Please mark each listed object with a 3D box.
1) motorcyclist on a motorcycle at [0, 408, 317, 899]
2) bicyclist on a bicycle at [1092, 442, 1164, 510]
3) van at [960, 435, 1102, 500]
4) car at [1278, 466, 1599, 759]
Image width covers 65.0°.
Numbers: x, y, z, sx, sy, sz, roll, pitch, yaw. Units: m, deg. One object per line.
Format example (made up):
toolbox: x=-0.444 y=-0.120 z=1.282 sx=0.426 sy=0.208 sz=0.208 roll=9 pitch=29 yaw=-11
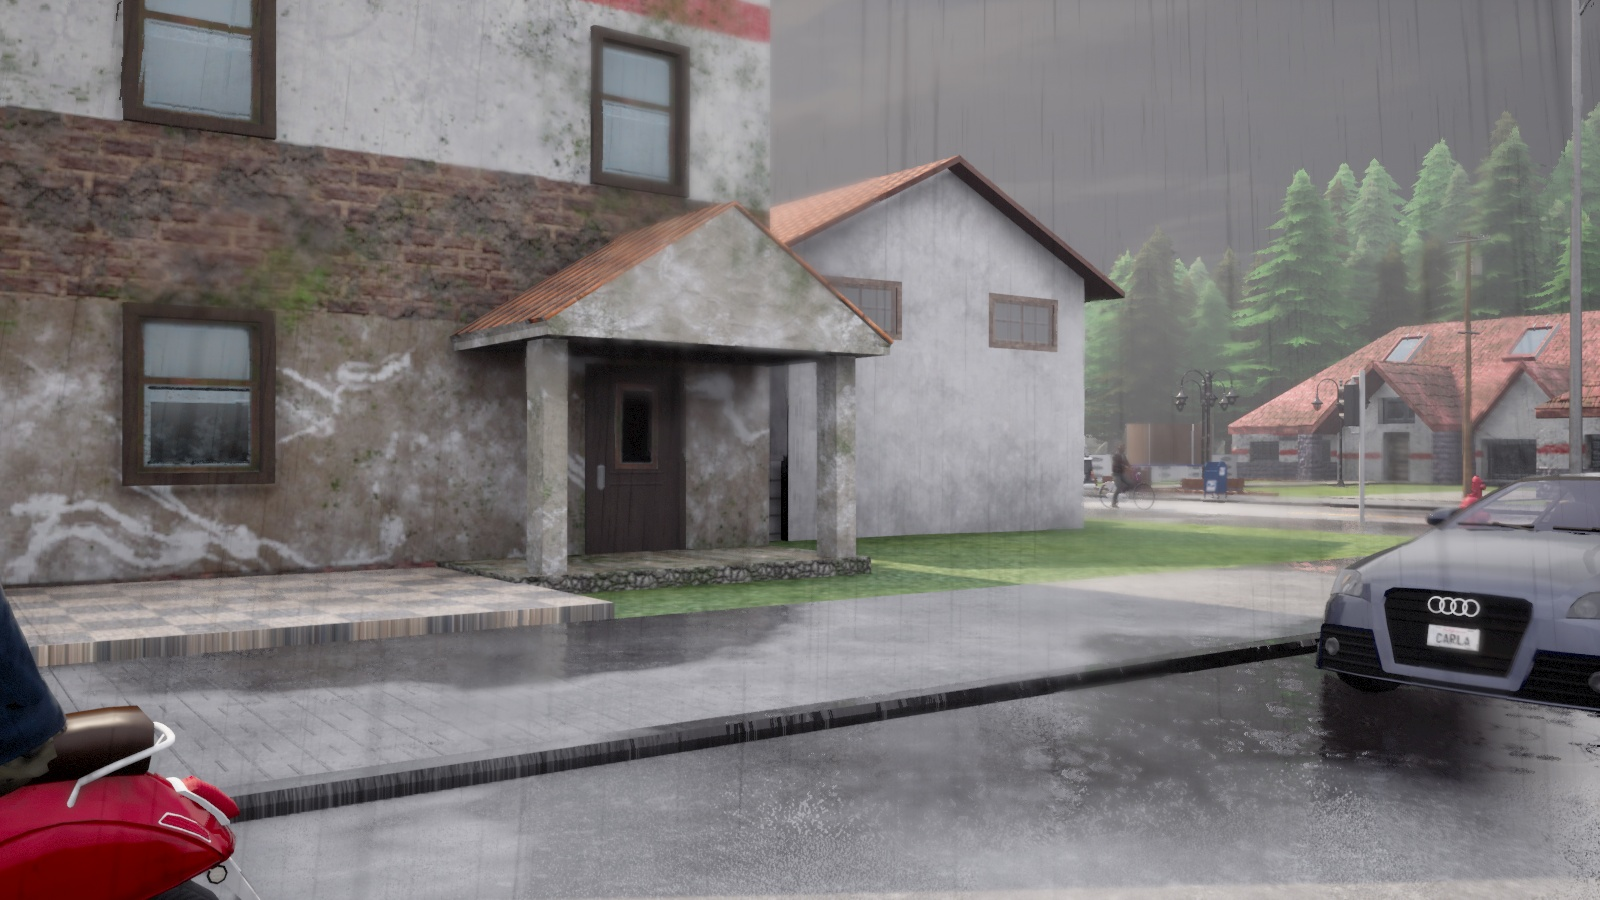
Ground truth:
motorcyclist on a motorcycle: x=-2.126 y=0.710 z=2.775 sx=1.817 sy=1.590 sz=0.866 roll=0 pitch=0 yaw=-36
bicyclist on a bicycle: x=8.759 y=0.679 z=33.580 sx=0.659 sy=1.776 sz=1.843 roll=0 pitch=0 yaw=-36
van: x=7.663 y=0.555 z=42.002 sx=2.069 sy=2.038 sz=4.480 roll=0 pitch=0 yaw=-35
car: x=5.153 y=0.817 z=7.966 sx=4.181 sy=1.385 sz=1.994 roll=0 pitch=0 yaw=-36
